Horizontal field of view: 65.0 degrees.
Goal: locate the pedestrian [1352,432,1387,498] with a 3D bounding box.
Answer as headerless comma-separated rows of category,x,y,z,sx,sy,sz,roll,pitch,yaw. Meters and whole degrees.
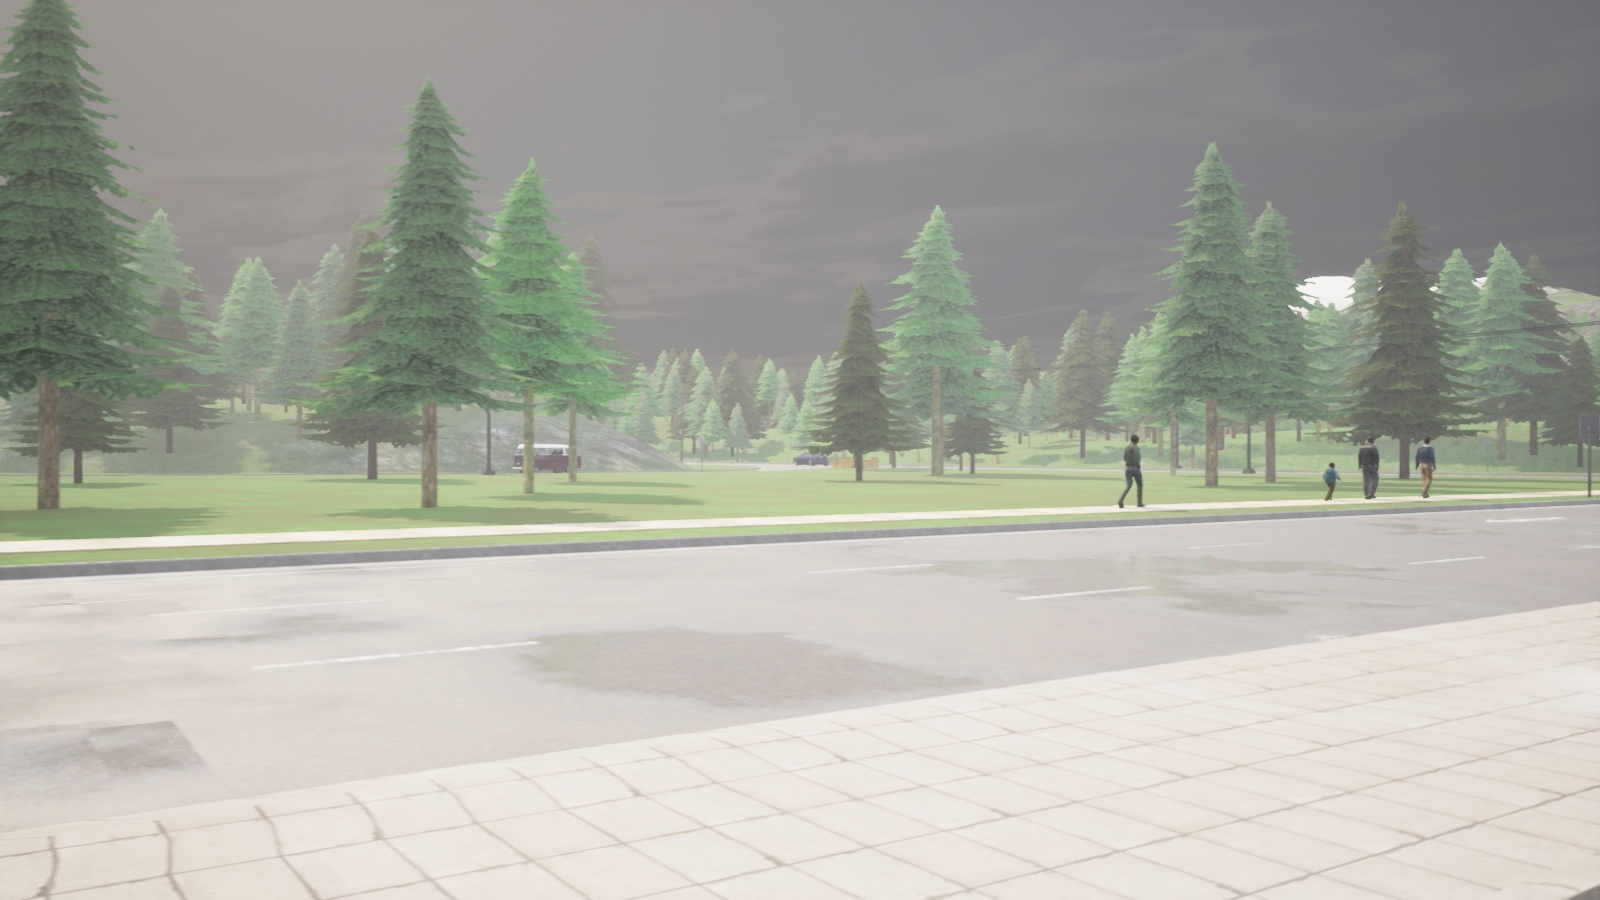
pedestrian,16.285,0.426,35.907,0.849,1.883,0.563,0,0,-33

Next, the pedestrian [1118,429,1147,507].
pedestrian,7.930,0.433,29.954,0.614,1.847,0.353,0,0,-34

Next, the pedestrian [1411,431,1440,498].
pedestrian,18.510,0.424,37.166,0.788,1.949,0.423,0,0,-32

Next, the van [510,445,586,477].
van,-16.639,0.696,82.943,4.480,2.038,2.069,0,0,-39

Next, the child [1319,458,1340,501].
child,14.757,0.808,35.010,0.448,1.192,0.343,0,0,-34
